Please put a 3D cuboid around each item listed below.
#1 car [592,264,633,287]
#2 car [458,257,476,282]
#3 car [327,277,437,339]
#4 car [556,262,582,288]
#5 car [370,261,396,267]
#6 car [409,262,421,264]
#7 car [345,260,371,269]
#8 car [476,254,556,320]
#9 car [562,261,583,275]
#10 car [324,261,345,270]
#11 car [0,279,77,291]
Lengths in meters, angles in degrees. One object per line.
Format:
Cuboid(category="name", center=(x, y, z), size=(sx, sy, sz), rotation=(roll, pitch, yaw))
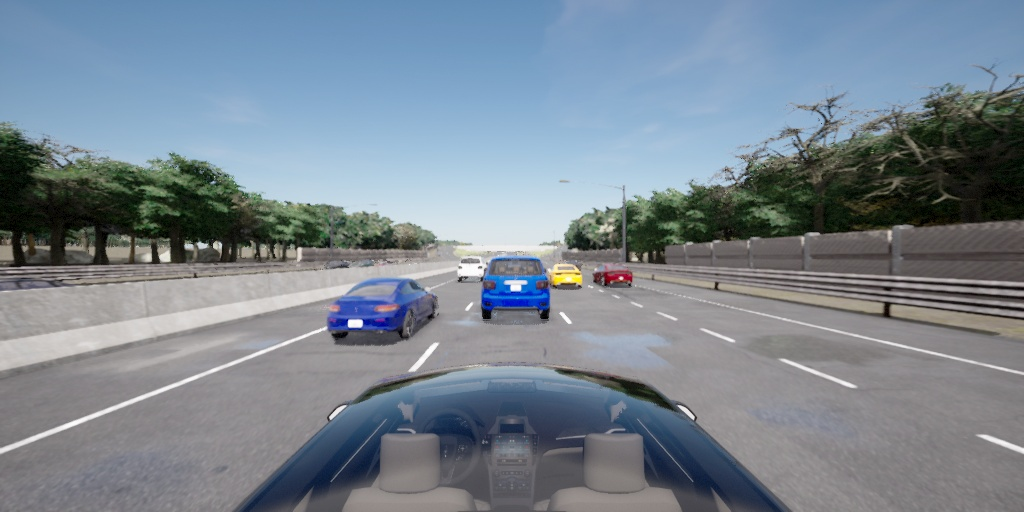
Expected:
Cuboid(category="car", center=(7.169, 1.327, 25.980), size=(1.882, 1.535, 5.008), rotation=(0, 0, 0))
Cuboid(category="car", center=(-3.303, 1.088, 30.930), size=(2.150, 2.045, 5.566), rotation=(0, 0, 0))
Cuboid(category="car", center=(-3.389, 1.308, 10.066), size=(1.812, 1.442, 4.674), rotation=(0, 0, 0))
Cuboid(category="car", center=(3.563, 1.323, 24.932), size=(1.882, 1.535, 5.008), rotation=(0, 0, 0))
Cuboid(category="car", center=(-17.327, 1.529, 49.503), size=(1.895, 1.301, 4.718), rotation=(0, 0, 1))
Cuboid(category="car", center=(-13.820, 1.532, 50.290), size=(1.895, 1.301, 4.718), rotation=(0, 0, 1))
Cuboid(category="car", center=(-20.818, 1.281, 49.855), size=(2.097, 1.767, 4.553), rotation=(0, 0, 1))
Cuboid(category="car", center=(0.118, 1.017, 12.977), size=(2.150, 2.045, 5.566), rotation=(0, 0, 0))
Cuboid(category="car", center=(7.295, 1.418, 43.823), size=(1.837, 1.490, 4.892), rotation=(0, 0, 0))
Cuboid(category="car", center=(-24.311, 1.434, 50.202), size=(1.837, 1.490, 4.892), rotation=(0, 0, 1))
Cuboid(category="car", center=(-14.091, 1.327, 9.624), size=(2.033, 1.411, 5.357), rotation=(0, 0, 0))
